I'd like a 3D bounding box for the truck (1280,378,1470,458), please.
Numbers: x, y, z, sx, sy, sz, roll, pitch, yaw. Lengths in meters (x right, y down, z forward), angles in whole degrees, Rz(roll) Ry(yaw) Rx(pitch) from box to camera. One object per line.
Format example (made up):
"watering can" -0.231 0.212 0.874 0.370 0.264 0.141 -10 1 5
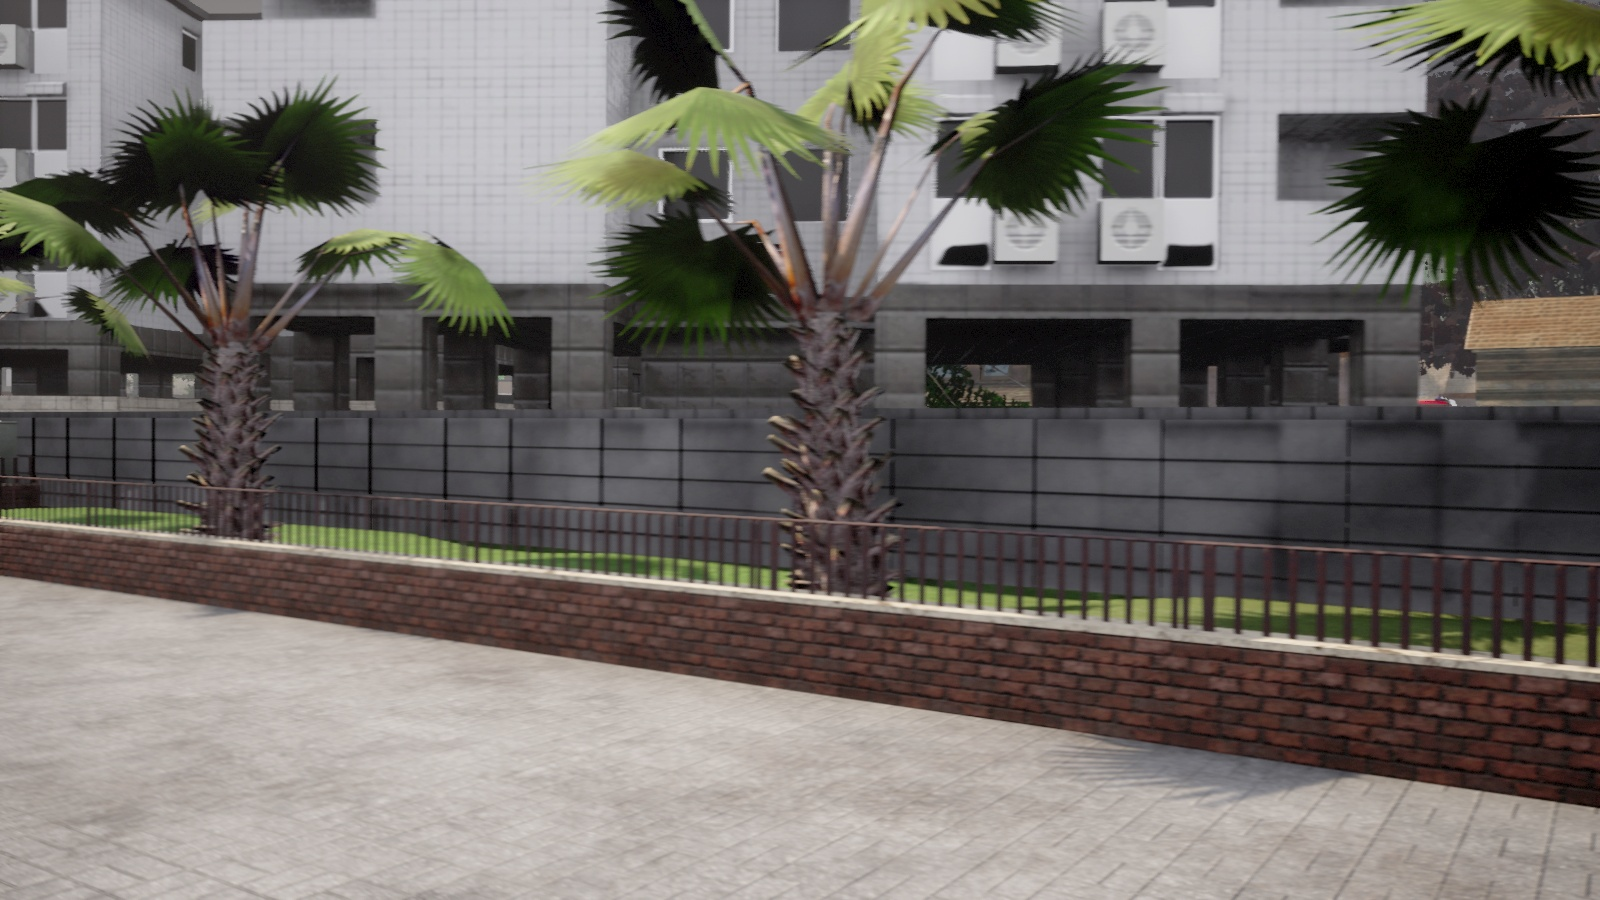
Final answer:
"truck" 29.267 -1.573 64.091 8.468 3.827 2.891 0 1 34
